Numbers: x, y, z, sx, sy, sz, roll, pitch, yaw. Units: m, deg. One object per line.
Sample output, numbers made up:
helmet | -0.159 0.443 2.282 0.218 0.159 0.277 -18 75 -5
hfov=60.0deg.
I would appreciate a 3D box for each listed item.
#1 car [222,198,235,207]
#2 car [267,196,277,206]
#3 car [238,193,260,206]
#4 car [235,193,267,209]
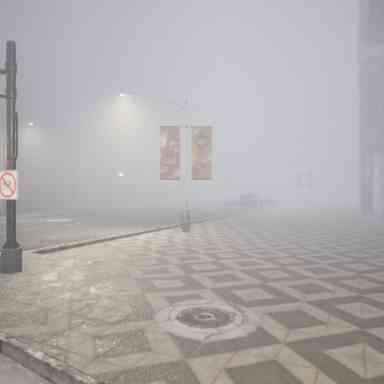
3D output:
car | 6.150 1.569 49.048 1.895 1.301 4.718 0 0 27
car | 12.719 1.448 55.159 2.128 1.511 4.902 0 0 26
car | 9.811 1.182 56.612 2.150 2.045 5.566 0 0 26
car | 8.202 1.188 45.830 2.150 2.045 5.566 0 0 26
